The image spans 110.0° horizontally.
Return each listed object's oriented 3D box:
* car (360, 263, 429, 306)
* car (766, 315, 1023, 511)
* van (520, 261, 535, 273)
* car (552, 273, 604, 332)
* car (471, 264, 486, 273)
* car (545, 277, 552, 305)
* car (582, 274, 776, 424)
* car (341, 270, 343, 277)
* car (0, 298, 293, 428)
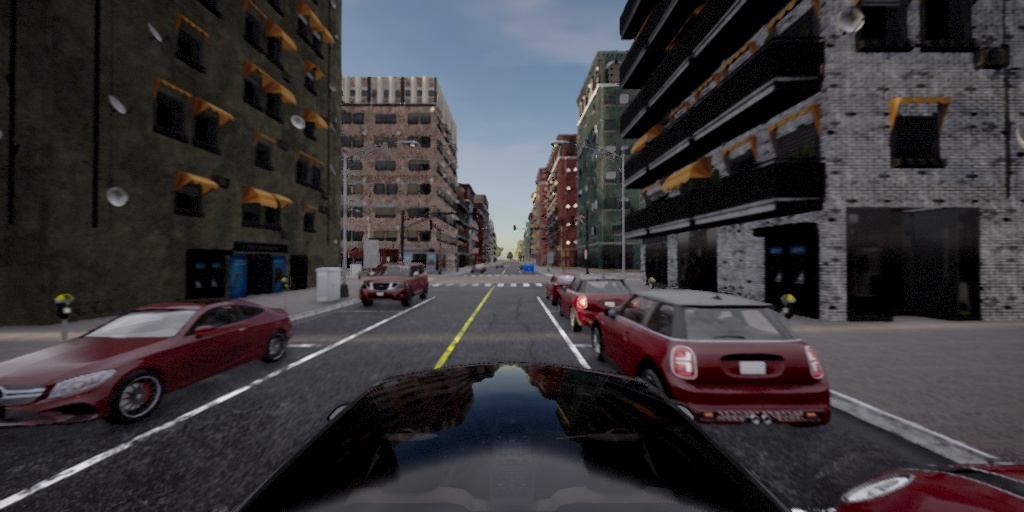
[{"bbox_3d":[-5.316,1.240,16.940,2.192,1.841,5.009,0,0,0],"label":"car"},{"bbox_3d":[2.565,1.172,0.158,1.967,1.591,4.097,0,0,0],"label":"car"},{"bbox_3d":[2.564,1.698,54.981,1.690,1.789,3.998,0,0,0],"label":"van"},{"bbox_3d":[2.565,1.301,11.346,1.967,1.591,4.097,0,0,0],"label":"car"},{"bbox_3d":[-5.283,1.940,55.142,1.802,1.307,4.207,0,0,0],"label":"car"},{"bbox_3d":[2.565,1.471,16.940,1.888,1.381,4.507,0,0,0],"label":"car"},{"bbox_3d":[2.565,1.237,5.752,1.967,1.591,4.097,0,0,0],"label":"car"},{"bbox_3d":[-21.606,1.978,41.124,4.507,1.381,1.888,0,0,0],"label":"car"},{"bbox_3d":[-5.315,1.379,5.752,1.802,1.307,4.207,0,0,0],"label":"car"}]
